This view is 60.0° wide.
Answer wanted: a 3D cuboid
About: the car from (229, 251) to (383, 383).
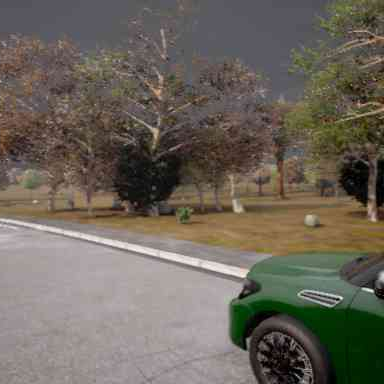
[{"bbox_3d":[2.883,1.180,2.771,2.150,2.045,5.566,-1,1,-42],"label":"car"}]
